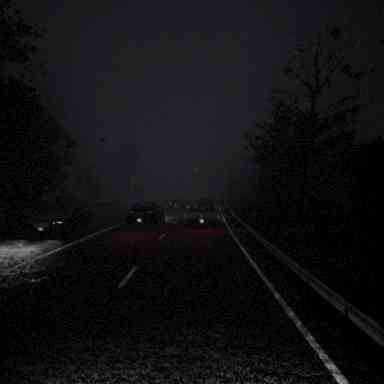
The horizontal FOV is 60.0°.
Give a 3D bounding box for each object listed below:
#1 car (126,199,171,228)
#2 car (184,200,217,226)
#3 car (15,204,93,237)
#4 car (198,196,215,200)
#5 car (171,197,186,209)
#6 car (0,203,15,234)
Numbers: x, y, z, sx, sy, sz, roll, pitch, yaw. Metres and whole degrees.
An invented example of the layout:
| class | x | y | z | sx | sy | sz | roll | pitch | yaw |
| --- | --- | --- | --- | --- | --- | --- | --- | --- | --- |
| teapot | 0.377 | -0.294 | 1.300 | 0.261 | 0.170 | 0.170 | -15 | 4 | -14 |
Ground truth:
| class | x | y | z | sx | sy | sz | roll | pitch | yaw |
| --- | --- | --- | --- | --- | --- | --- | --- | --- | --- |
| car | -2.875 | 1.374 | 21.233 | 2.128 | 1.511 | 4.902 | 0 | 0 | 2 |
| car | 0.689 | 1.479 | 22.500 | 1.895 | 1.301 | 4.718 | 0 | 0 | 3 |
| car | -6.732 | 1.392 | 17.432 | 2.128 | 1.511 | 4.902 | 0 | 0 | 2 |
| car | 1.789 | 1.283 | 41.036 | 1.837 | 1.490 | 4.892 | 0 | 0 | 4 |
| car | -1.756 | 1.304 | 40.576 | 1.812 | 1.442 | 4.674 | 0 | 0 | 4 |
| car | -10.230 | 1.403 | 17.572 | 1.837 | 1.490 | 4.892 | 0 | 0 | 2 |
